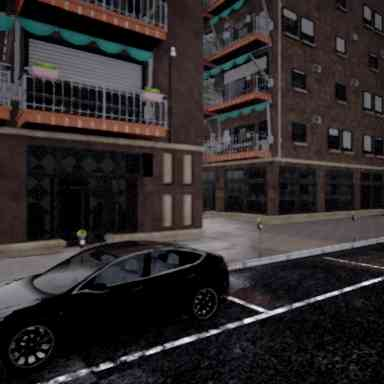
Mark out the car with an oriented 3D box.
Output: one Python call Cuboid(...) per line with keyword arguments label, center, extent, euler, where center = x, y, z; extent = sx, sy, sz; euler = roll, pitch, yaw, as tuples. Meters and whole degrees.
Cuboid(label="car", center=(-1.280, 1.562, 5.643), extent=(4.313, 1.339, 1.947), euler=(0, 0, -35))
